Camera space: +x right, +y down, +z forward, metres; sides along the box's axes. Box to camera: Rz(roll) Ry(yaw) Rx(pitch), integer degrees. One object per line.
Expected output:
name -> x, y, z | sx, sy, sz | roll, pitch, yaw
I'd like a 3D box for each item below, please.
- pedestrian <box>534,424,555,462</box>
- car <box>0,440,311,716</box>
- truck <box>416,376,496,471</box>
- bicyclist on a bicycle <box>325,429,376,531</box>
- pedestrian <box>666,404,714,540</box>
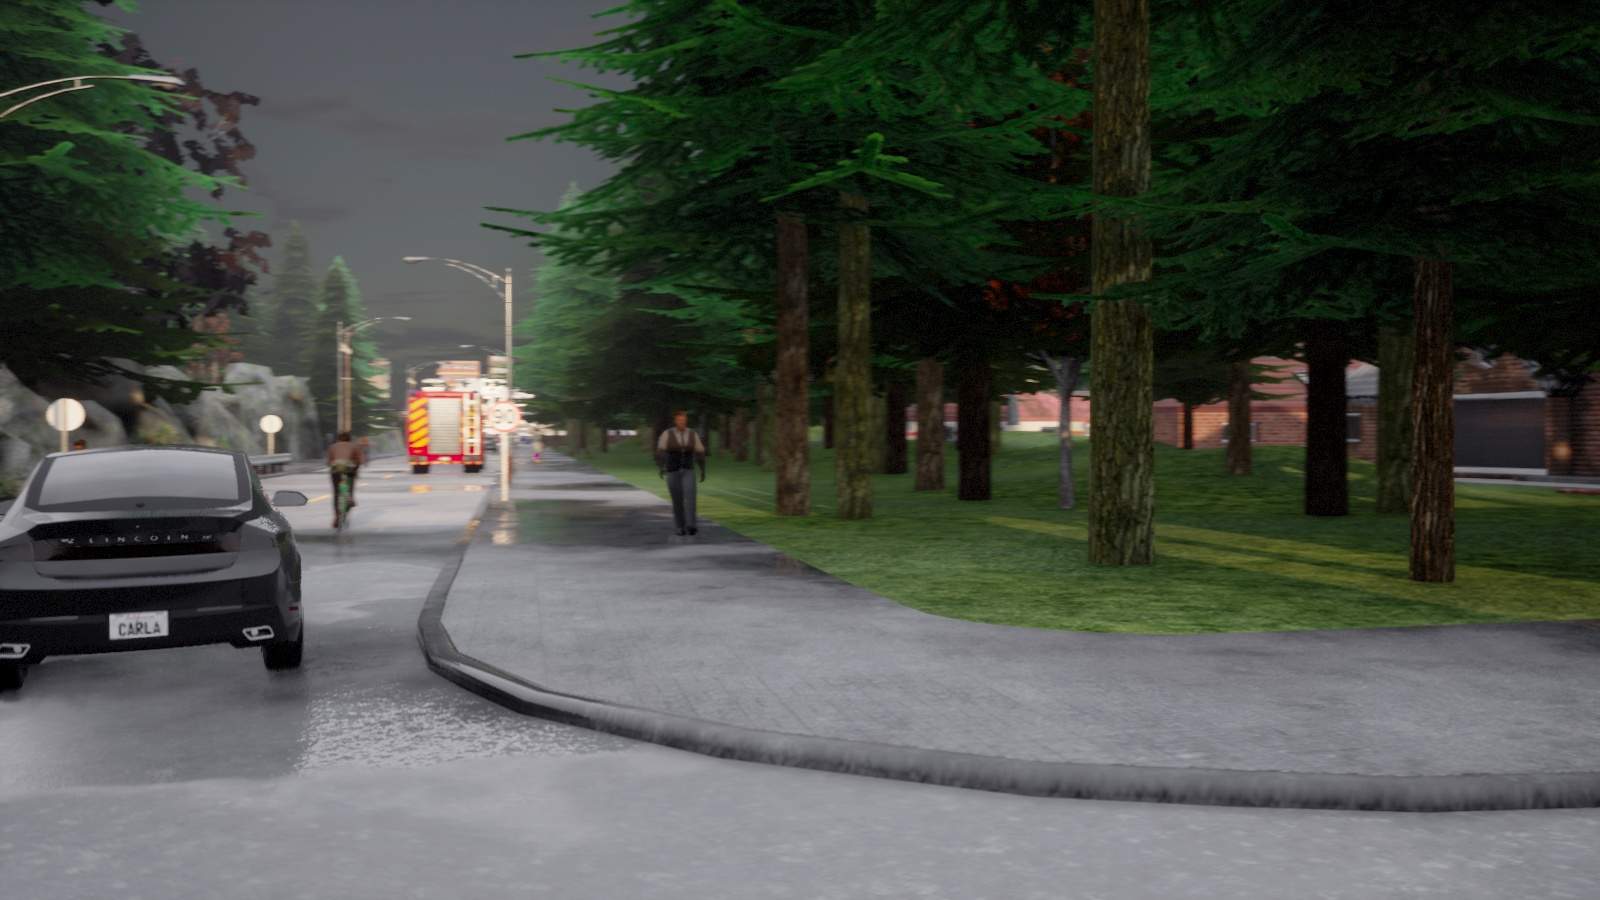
pedestrian -> -13.404, -0.370, 65.805 | 0.659, 1.952, 0.873 | 1, 1, 37
car -> -4.818, 0.687, 9.459 | 1.837, 1.490, 4.892 | -1, 1, -24
truck -> -14.845, -1.110, 54.739 | 2.891, 3.827, 8.468 | 0, 1, -12
bicyclist on a bicycle -> -7.458, 0.476, 20.891 | 0.582, 1.620, 1.656 | 0, 0, -12
pedestrian -> -1.570, 0.301, 17.814 | 0.563, 1.883, 0.849 | 0, 1, -13
